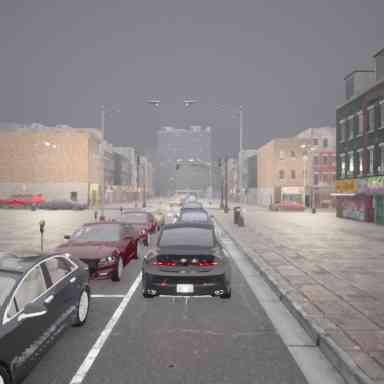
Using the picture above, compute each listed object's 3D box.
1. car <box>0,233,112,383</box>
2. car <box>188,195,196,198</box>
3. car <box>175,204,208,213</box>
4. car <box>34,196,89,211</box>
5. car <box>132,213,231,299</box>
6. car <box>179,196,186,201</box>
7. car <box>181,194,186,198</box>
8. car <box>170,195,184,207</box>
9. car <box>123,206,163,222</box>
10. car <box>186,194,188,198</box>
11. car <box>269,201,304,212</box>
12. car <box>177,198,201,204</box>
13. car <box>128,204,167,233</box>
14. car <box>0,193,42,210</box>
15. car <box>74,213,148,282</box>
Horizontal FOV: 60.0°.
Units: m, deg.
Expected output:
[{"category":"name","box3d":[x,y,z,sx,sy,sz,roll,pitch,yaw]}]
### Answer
[{"category":"car","box3d":[-2.630,1.552,4.336,2.008,1.369,4.403,0,0,0]},{"category":"car","box3d":[0.057,1.713,83.450,1.812,1.442,4.674,0,0,0]},{"category":"car","box3d":[0.104,1.536,15.928,1.812,1.442,4.674,0,0,0]},{"category":"car","box3d":[-14.627,1.490,37.948,5.357,1.411,2.033,0,0,2]},{"category":"car","box3d":[-0.071,1.508,8.484,1.837,1.490,4.892,0,0,1]},{"category":"car","box3d":[-2.573,1.762,90.884,1.887,1.381,4.507,0,0,0]},{"category":"car","box3d":[-2.594,1.414,58.220,2.192,1.841,5.009,0,0,0]},{"category":"car","box3d":[-2.599,1.609,52.606,1.752,1.417,4.829,0,0,0]},{"category":"car","box3d":[-2.623,1.554,15.325,1.887,1.381,4.507,0,0,0]},{"category":"car","box3d":[-2.581,1.699,79.825,1.752,1.417,4.829,0,0,0]},{"category":"car","box3d":[11.601,1.762,41.001,4.181,1.385,1.994,1,0,1]},{"category":"car","box3d":[0.041,1.502,26.197,1.882,1.535,5.008,0,0,0]},{"category":"car","box3d":[-2.619,1.541,20.648,1.752,1.417,4.829,0,0,0]},{"category":"car","box3d":[-21.029,1.138,40.840,5.566,2.045,2.150,0,0,0]},{"category":"car","box3d":[-2.626,1.549,9.830,1.887,1.381,4.507,0,0,0]}]
